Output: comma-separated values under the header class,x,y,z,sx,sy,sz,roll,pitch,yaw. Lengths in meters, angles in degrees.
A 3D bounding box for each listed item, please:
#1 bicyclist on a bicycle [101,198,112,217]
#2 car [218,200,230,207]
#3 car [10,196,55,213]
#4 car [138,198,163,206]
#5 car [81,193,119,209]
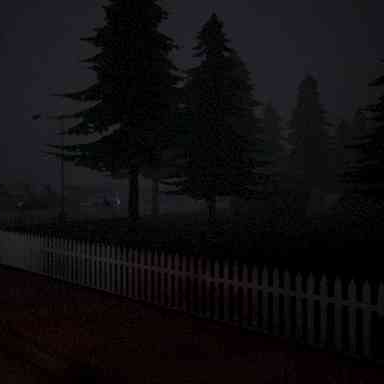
class,x,y,z,sx,sy,sz,roll,pitch,yaw
bicyclist on a bicycle,-7.164,1.307,27.830,1.656,1.620,0.582,0,0,34
car,4.308,1.227,51.448,2.150,2.045,5.566,0,0,34
car,-18.018,1.359,37.625,2.097,1.767,4.553,0,0,34
car,-6.785,1.499,54.088,2.128,1.511,4.902,0,0,35
car,-12.522,1.228,45.700,2.150,2.045,5.566,0,0,34
